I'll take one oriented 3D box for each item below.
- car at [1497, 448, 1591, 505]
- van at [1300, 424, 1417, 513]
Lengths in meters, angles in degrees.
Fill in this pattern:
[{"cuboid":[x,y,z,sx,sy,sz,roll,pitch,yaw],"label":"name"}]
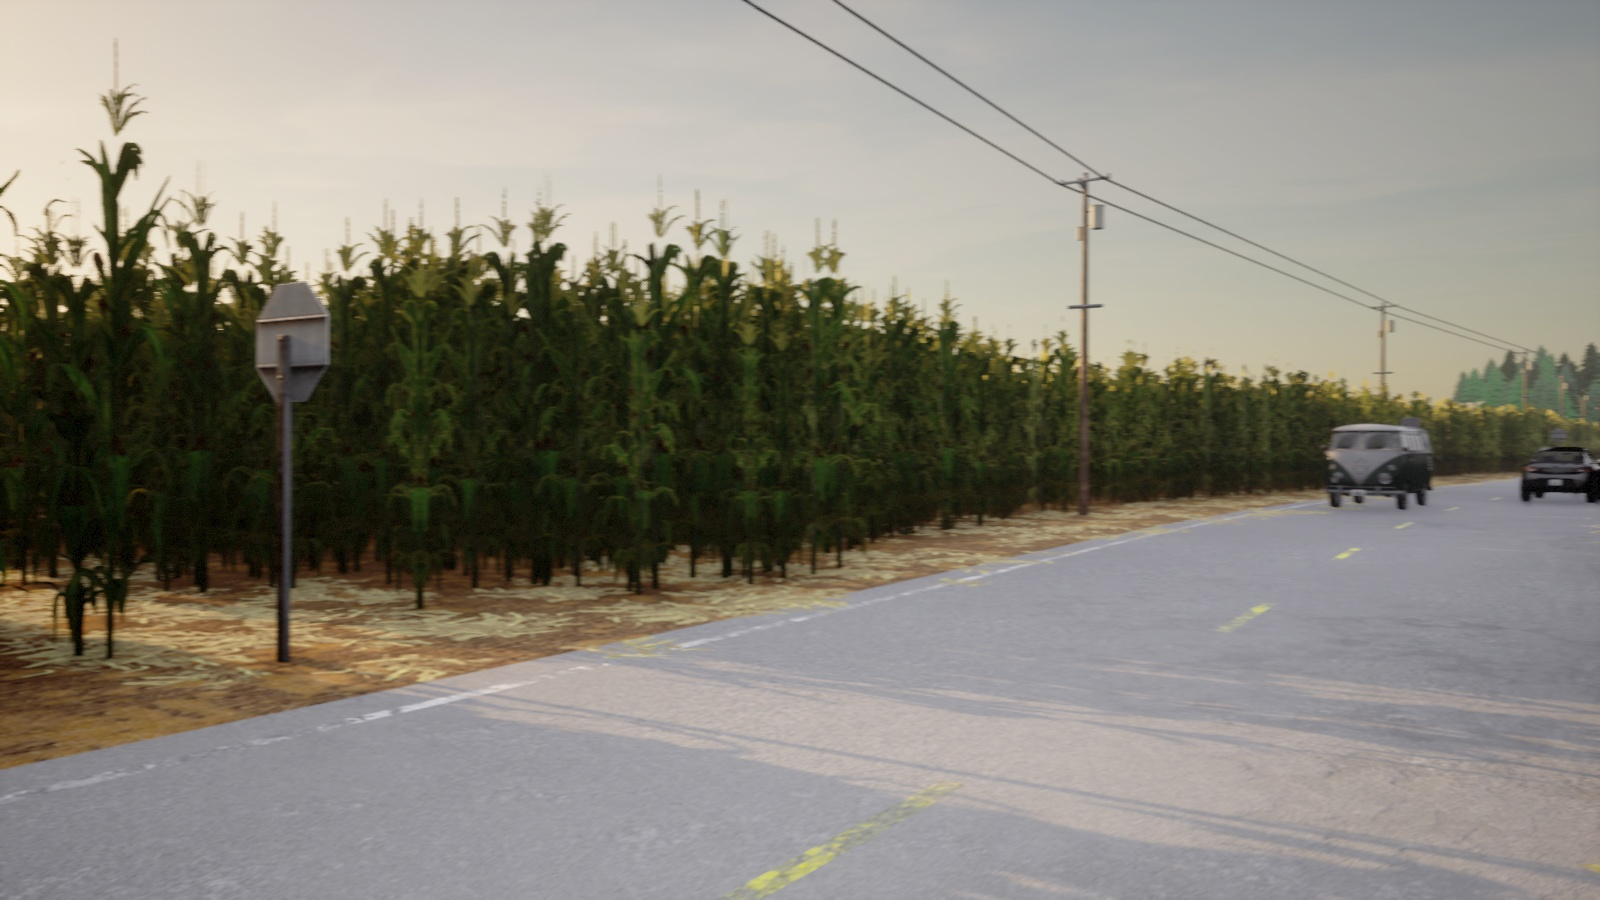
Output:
[{"cuboid":[20.685,0.677,34.830,1.816,1.474,4.193,1,0,36],"label":"car"},{"cuboid":[13.563,0.397,30.338,1.775,1.987,4.442,1,0,35],"label":"van"}]
